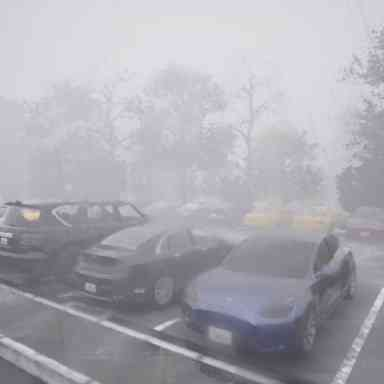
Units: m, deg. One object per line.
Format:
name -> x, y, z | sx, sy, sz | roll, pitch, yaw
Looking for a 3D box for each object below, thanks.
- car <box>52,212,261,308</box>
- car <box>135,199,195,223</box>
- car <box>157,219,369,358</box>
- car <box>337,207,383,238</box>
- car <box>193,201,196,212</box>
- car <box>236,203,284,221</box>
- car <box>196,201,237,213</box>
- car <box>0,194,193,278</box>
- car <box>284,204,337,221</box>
car -> -0.453, 1.490, 8.088 | 2.231, 1.521, 4.892 | 0, 0, 36
car -> -1.951, 1.355, 25.342 | 2.002, 1.452, 4.674 | 1, 1, 36
car -> 1.783, 1.536, 6.438 | 2.163, 1.488, 4.792 | 0, 0, 36
car -> 9.315, 1.529, 17.133 | 2.163, 1.488, 4.792 | 0, 0, 36
car -> 0.303, 1.408, 23.707 | 2.002, 1.452, 4.674 | 1, 1, 36
car -> 5.028, 1.451, 20.507 | 1.946, 1.575, 5.366 | 1, 0, 36
car -> 2.676, 1.447, 22.019 | 2.163, 1.488, 4.792 | 1, 1, 36
car -> -2.689, 1.210, 9.752 | 2.435, 2.045, 5.566 | 1, 1, 36
car -> 7.291, 1.479, 18.866 | 1.946, 1.575, 5.366 | 1, 1, 36
